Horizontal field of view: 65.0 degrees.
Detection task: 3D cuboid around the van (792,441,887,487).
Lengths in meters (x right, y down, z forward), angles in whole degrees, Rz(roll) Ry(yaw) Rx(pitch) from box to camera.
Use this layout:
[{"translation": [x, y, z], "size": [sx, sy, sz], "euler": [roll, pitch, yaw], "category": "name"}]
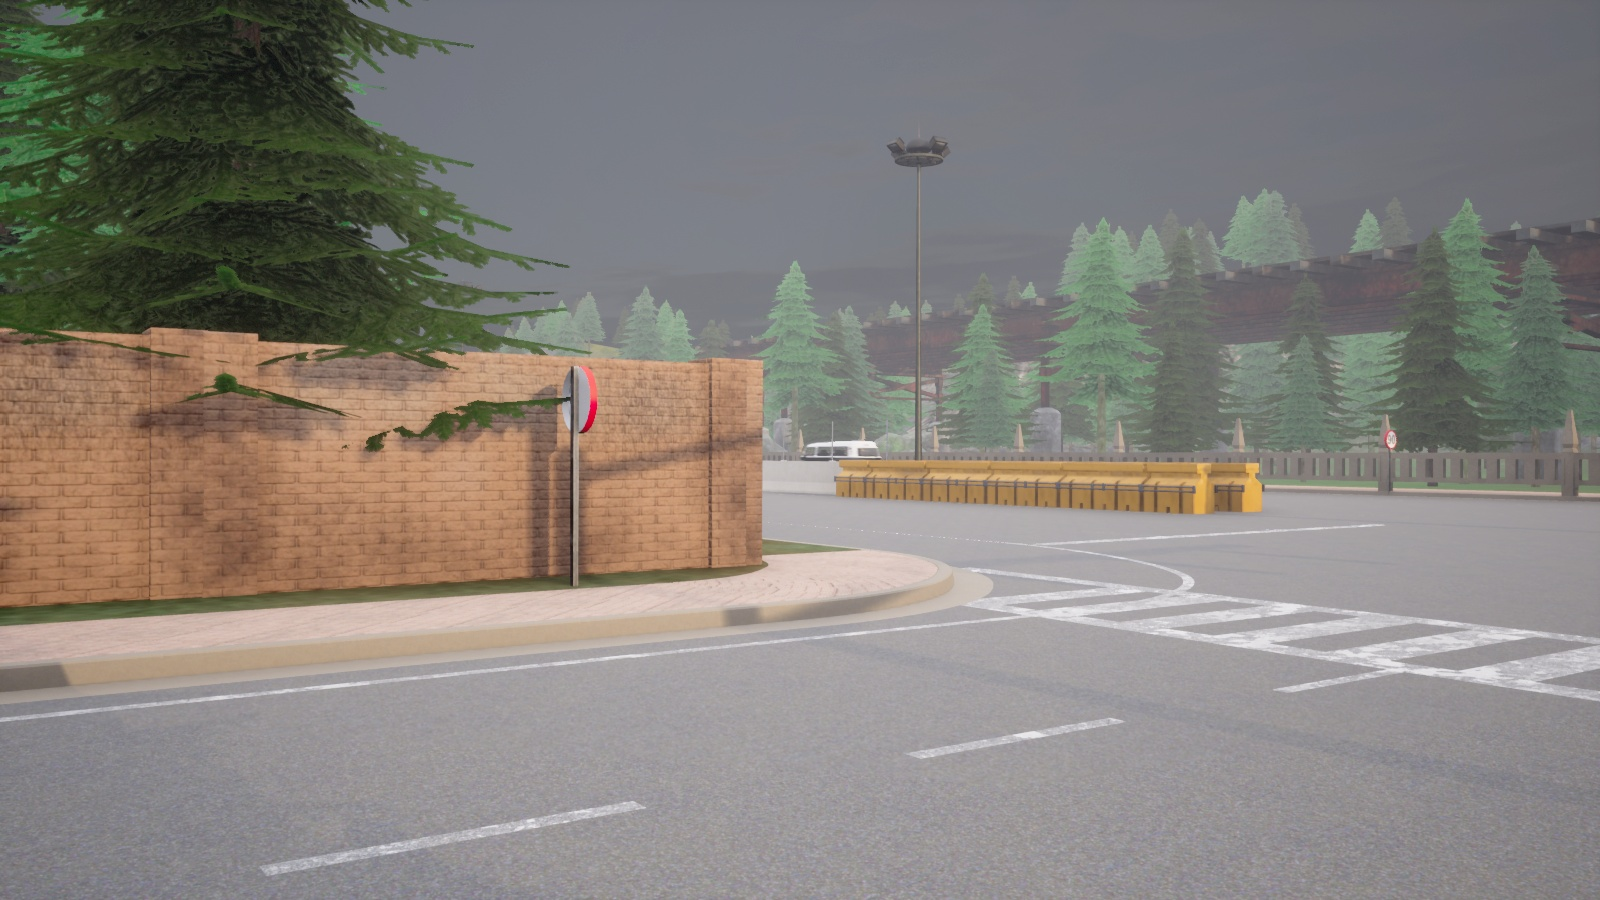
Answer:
[{"translation": [1.766, 0.606, 57.326], "size": [2.069, 2.038, 4.480], "euler": [0, 0, -35], "category": "van"}]
